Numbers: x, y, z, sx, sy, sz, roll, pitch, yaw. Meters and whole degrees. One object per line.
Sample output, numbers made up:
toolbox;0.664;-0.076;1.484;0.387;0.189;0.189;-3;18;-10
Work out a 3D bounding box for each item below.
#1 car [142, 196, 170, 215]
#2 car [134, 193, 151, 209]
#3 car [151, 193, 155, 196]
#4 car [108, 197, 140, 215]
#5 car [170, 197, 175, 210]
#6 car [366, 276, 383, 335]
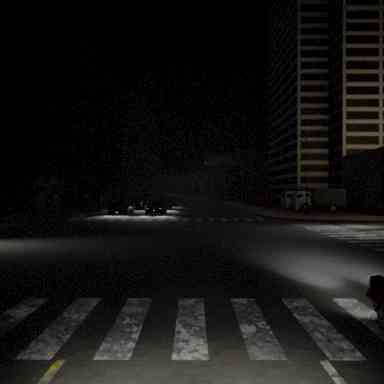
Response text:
car;-3.594;1.504;33.806;1.837;1.490;4.892;0;0;0
car;-7.096;1.351;43.552;2.097;1.767;4.553;0;0;0
car;-7.060;1.221;54.099;2.150;2.045;5.566;0;0;0
car;-7.097;1.547;34.119;2.033;1.411;5.357;0;0;0
car;-3.597;1.563;42.721;1.994;1.385;4.181;0;0;0
car;3.774;1.601;3.452;1.895;1.301;4.718;0;0;2
